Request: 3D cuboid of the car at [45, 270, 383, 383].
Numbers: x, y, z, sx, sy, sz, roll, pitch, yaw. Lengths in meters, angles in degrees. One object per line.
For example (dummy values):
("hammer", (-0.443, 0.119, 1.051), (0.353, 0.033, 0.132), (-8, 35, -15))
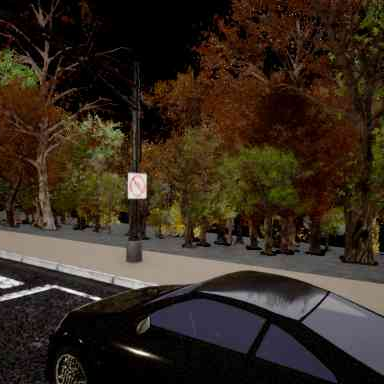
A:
("car", (0.368, 1.564, 3.425), (4.181, 1.385, 1.994), (0, 0, 36))
